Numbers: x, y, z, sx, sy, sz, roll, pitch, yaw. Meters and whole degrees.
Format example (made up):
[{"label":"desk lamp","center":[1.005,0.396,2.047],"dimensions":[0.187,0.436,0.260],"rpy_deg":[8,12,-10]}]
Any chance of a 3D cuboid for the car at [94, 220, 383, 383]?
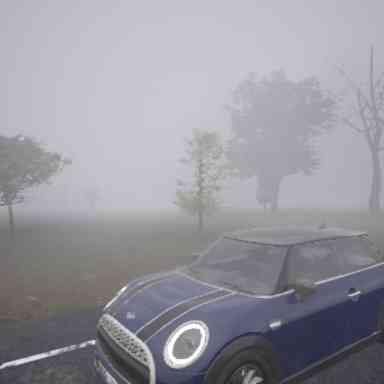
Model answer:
[{"label":"car","center":[1.030,1.349,4.690],"dimensions":[4.553,1.767,2.097],"rpy_deg":[0,0,-35]}]
